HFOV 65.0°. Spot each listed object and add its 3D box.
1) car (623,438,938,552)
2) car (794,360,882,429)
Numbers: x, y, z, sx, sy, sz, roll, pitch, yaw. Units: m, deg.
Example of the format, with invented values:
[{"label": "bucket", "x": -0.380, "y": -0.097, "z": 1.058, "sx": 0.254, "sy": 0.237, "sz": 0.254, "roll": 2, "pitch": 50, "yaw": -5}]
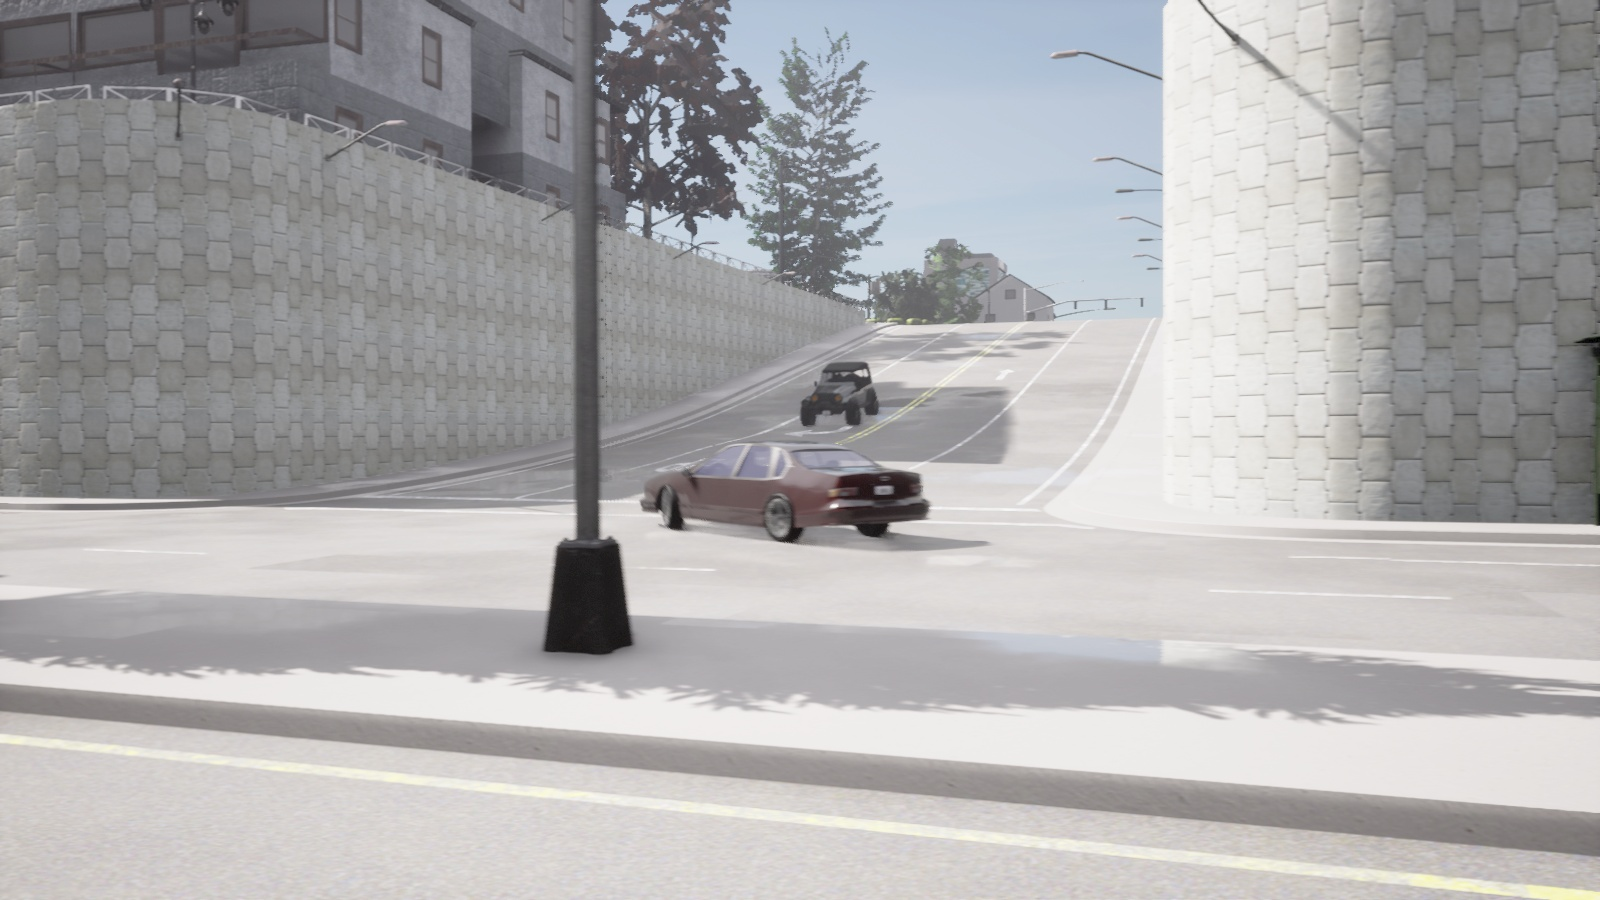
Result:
[{"label": "car", "x": -0.491, "y": 0.548, "z": 18.907, "sx": 2.033, "sy": 1.411, "sz": 5.357, "roll": -1, "pitch": 1, "yaw": -36}, {"label": "car", "x": 1.349, "y": -1.945, "z": 42.923, "sx": 1.905, "sy": 1.878, "sz": 3.866, "roll": 1, "pitch": 10, "yaw": 19}]
